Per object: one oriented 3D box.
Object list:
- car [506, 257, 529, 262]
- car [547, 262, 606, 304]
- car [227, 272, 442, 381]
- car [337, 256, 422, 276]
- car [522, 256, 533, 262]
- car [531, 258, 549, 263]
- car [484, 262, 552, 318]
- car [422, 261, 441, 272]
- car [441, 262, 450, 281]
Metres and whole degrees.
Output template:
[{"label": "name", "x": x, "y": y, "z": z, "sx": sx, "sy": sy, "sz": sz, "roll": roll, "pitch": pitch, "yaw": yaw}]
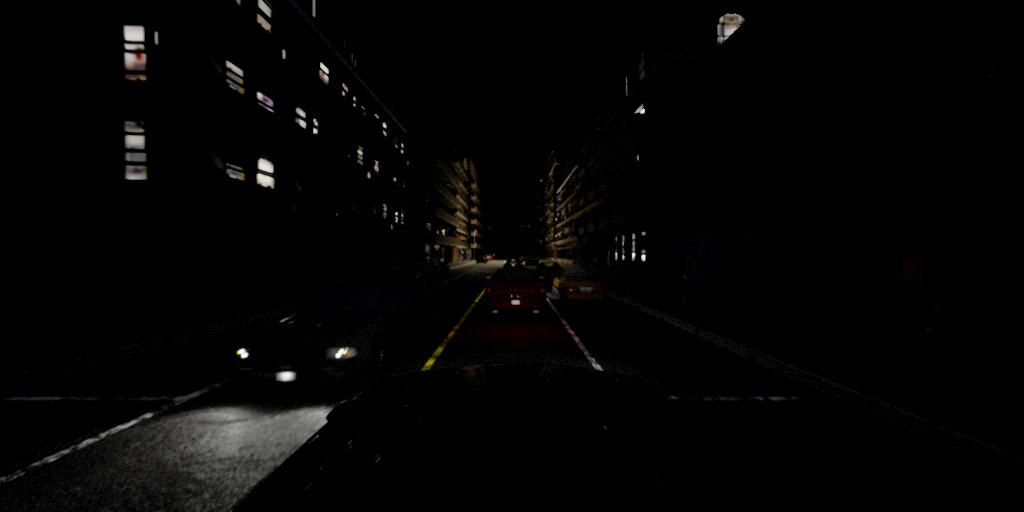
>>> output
[{"label": "car", "x": 0.116, "y": 1.036, "z": 30.580, "sx": 2.033, "sy": 1.411, "sz": 5.357, "roll": 0, "pitch": 1, "yaw": 0}, {"label": "car", "x": 2.696, "y": 1.154, "z": 15.347, "sx": 1.751, "sy": 1.417, "sz": 4.829, "roll": 0, "pitch": 0, "yaw": 0}, {"label": "car", "x": -3.097, "y": 1.244, "z": 7.570, "sx": 2.033, "sy": 1.411, "sz": 5.357, "roll": 0, "pitch": 1, "yaw": 0}, {"label": "car", "x": -5.685, "y": 0.942, "z": 15.186, "sx": 2.192, "sy": 1.841, "sz": 5.009, "roll": 0, "pitch": 0, "yaw": 0}, {"label": "car", "x": 2.716, "y": 0.871, "z": 48.993, "sx": 2.007, "sy": 1.370, "sz": 4.403, "roll": 0, "pitch": 0, "yaw": 0}, {"label": "car", "x": 2.702, "y": 1.071, "z": 26.449, "sx": 1.888, "sy": 1.381, "sz": 4.507, "roll": 0, "pitch": 0, "yaw": 0}, {"label": "car", "x": 0.106, "y": 1.129, "z": 12.599, "sx": 1.882, "sy": 1.535, "sz": 5.008, "roll": 0, "pitch": 1, "yaw": 0}, {"label": "car", "x": -5.682, "y": 1.016, "z": 20.822, "sx": 1.967, "sy": 1.591, "sz": 4.097, "roll": 0, "pitch": 0, "yaw": 0}, {"label": "car", "x": -5.678, "y": 1.070, "z": 26.459, "sx": 1.888, "sy": 1.381, "sz": 4.507, "roll": 0, "pitch": 0, "yaw": 0}]
